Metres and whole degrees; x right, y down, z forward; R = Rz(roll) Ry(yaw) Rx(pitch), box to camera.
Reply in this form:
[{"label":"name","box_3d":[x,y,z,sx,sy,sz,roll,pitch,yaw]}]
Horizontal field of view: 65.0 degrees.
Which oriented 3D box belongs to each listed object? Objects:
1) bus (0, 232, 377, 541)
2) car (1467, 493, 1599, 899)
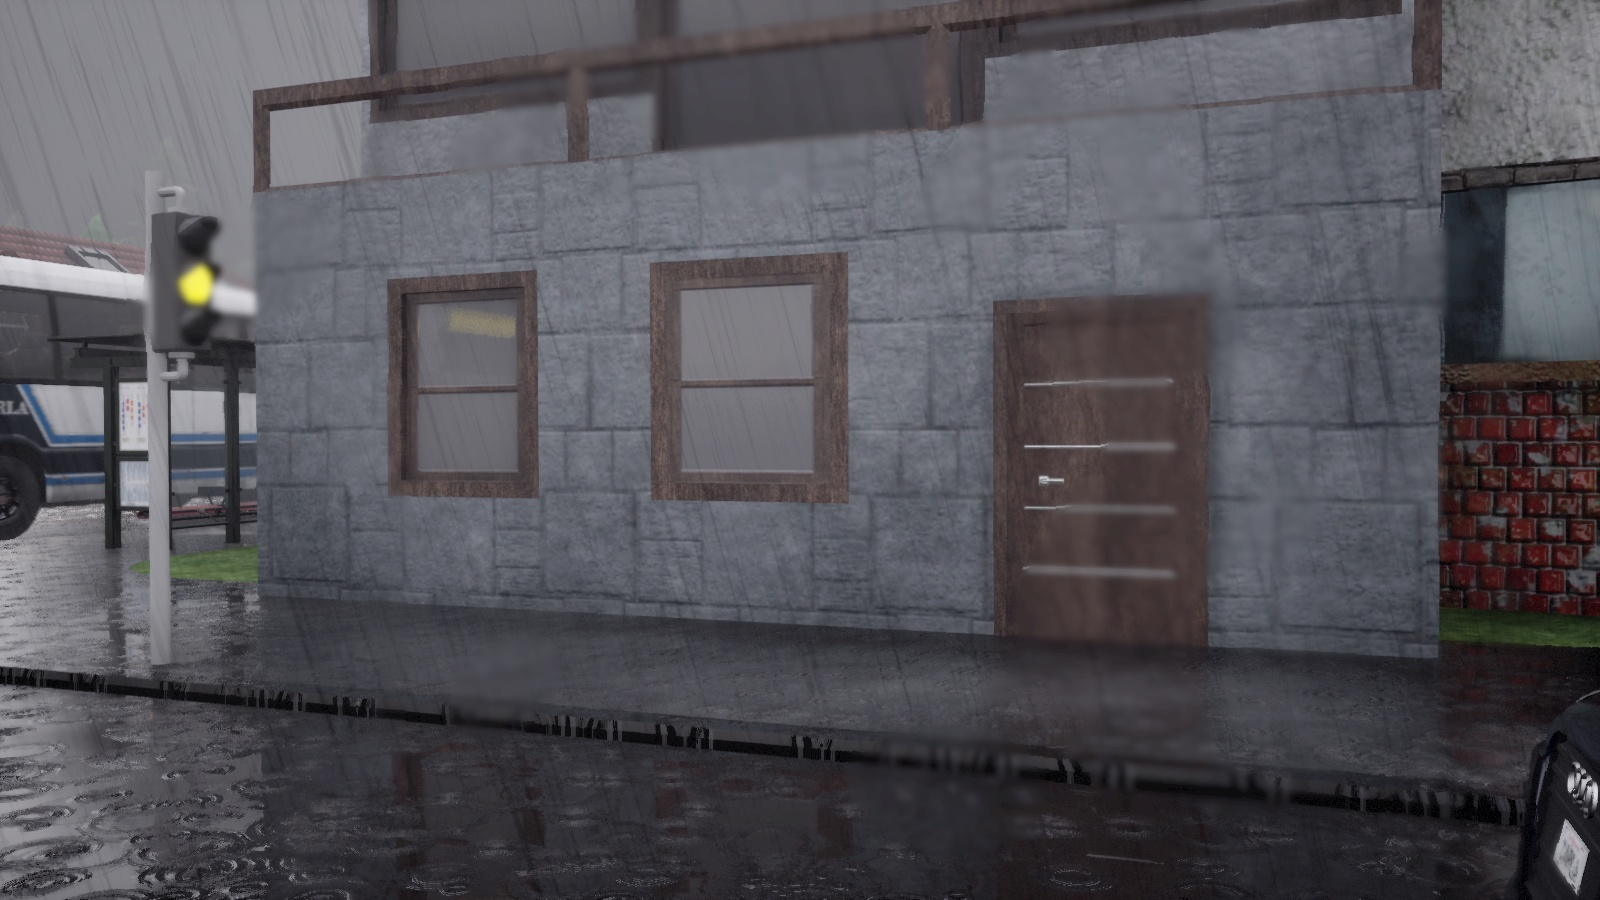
[{"label":"bus","box_3d":[-11.937,-0.929,20.889,3.944,4.253,10.273,0,1,18]},{"label":"car","box_3d":[3.777,0.866,2.418,4.181,1.385,1.994,1,1,21]}]
